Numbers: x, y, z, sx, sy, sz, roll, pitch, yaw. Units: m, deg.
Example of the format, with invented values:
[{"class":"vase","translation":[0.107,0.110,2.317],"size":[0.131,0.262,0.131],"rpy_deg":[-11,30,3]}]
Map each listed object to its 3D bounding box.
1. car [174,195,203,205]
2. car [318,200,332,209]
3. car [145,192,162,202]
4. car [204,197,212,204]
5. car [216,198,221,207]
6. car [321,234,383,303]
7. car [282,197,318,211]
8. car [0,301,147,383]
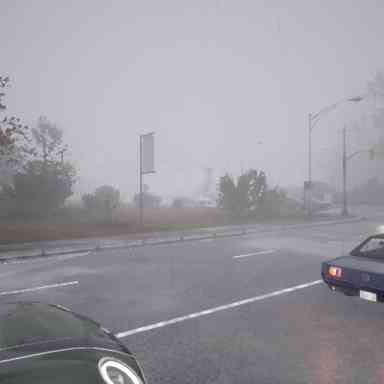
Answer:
[{"class":"car","translation":[-0.969,1.287,51.752],"size":[2.128,1.511,4.902],"rpy_deg":[-1,0,-38]},{"class":"car","translation":[13.580,1.303,39.150],"size":[2.033,1.411,5.357],"rpy_deg":[-1,0,-39]},{"class":"car","translation":[-7.564,1.021,60.079],"size":[2.150,2.045,5.566],"rpy_deg":[-1,0,-38]},{"class":"car","translation":[1.279,1.291,54.546],"size":[1.812,1.442,4.674],"rpy_deg":[-1,0,-38]},{"class":"car","translation":[5.245,1.142,43.967],"size":[2.097,1.767,4.553],"rpy_deg":[-1,0,-39]},{"class":"car","translation":[4.989,1.573,7.289],"size":[4.718,1.301,1.895],"rpy_deg":[0,0,-35]},{"class":"car","translation":[10.947,1.291,36.839],"size":[1.837,1.490,4.892],"rpy_deg":[-1,0,-39]},{"class":"car","translation":[-2.483,1.352,1.952],"size":[4.553,1.767,2.097],"rpy_deg":[0,0,-36]}]
